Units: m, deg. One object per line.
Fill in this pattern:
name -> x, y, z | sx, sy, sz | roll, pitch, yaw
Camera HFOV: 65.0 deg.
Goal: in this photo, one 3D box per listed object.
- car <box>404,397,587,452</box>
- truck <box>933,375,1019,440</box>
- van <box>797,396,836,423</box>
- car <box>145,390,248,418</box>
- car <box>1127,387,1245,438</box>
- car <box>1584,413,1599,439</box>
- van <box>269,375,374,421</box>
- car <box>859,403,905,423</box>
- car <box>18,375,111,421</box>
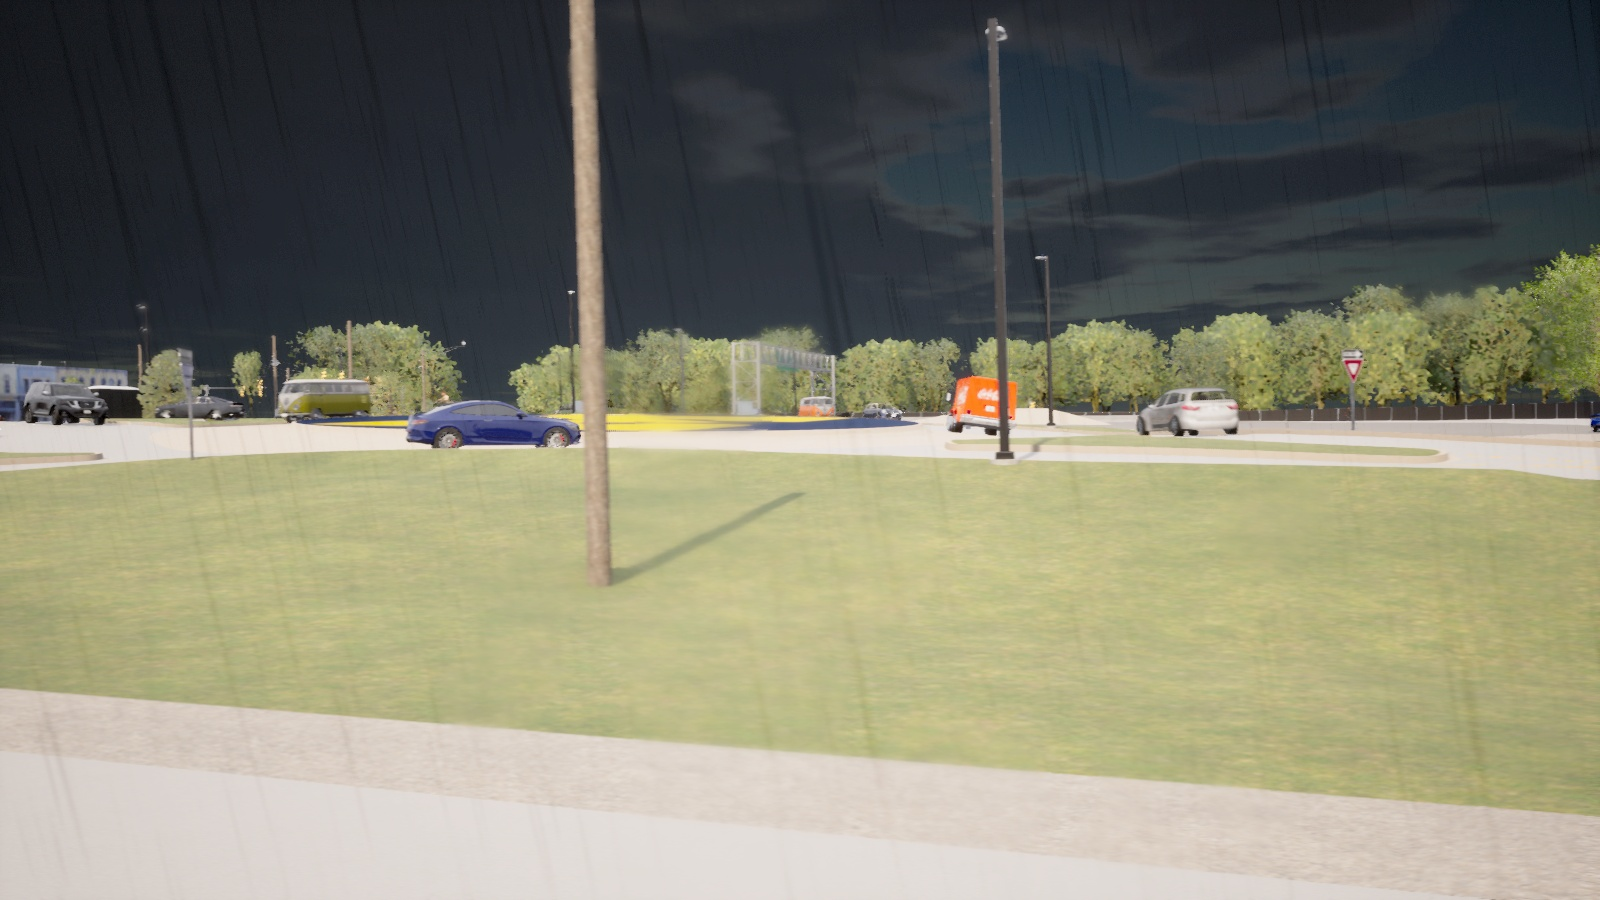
car -> -8.338, -0.687, 34.353 | 4.674, 1.442, 1.812 | 0, 1, -20
truck -> 7.884, -1.845, 56.877 | 2.627, 2.467, 5.204 | 8, 0, -3
van -> 1.222, -3.089, 96.690 | 1.775, 1.987, 4.442 | 1, 1, -16
car -> -34.563, -2.605, 72.007 | 4.902, 1.511, 2.128 | 0, 0, 2
car -> 13.598, -1.291, 44.569 | 2.242, 1.667, 4.611 | -2, 0, -7
car -> 51.522, -1.468, 78.502 | 5.008, 1.535, 1.882 | 0, 3, -28
van -> -21.863, -2.388, 57.549 | 1.775, 1.987, 4.442 | -1, 2, 26
car -> 6.106, -2.757, 93.877 | 1.970, 1.475, 3.806 | 0, 1, -23
car -> -35.448, -2.506, 60.450 | 5.566, 2.045, 2.150 | 3, 2, 40
